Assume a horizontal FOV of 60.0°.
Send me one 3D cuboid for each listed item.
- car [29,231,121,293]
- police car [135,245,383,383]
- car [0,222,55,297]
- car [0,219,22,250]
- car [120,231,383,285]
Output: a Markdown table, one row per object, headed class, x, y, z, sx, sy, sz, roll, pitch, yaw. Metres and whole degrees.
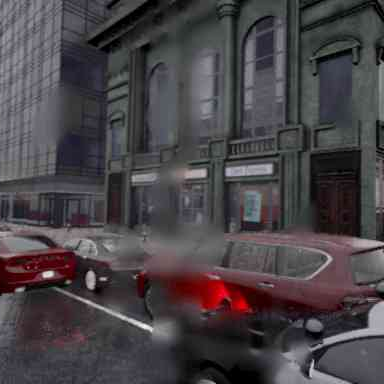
| class | x | y | z | sx | sy | sz | roll | pitch | yaw |
| --- | --- | --- | --- | --- | --- | --- | --- | --- | --- |
| car | -2.968 | 1.987 | 10.101 | 4.403 | 1.369 | 2.008 | -2 | -4 | 44 |
| police car | 1.910 | 1.611 | 2.758 | 5.238 | 1.638 | 1.930 | -1 | -4 | 44 |
| car | -5.236 | 1.843 | 9.552 | 5.008 | 1.535 | 1.882 | -1 | -4 | 42 |
| car | -11.054 | 2.200 | 17.964 | 4.403 | 1.369 | 2.008 | -2 | -4 | 44 |
| car | 1.080 | 1.646 | 6.181 | 5.009 | 1.841 | 2.192 | -1 | -4 | 44 |
